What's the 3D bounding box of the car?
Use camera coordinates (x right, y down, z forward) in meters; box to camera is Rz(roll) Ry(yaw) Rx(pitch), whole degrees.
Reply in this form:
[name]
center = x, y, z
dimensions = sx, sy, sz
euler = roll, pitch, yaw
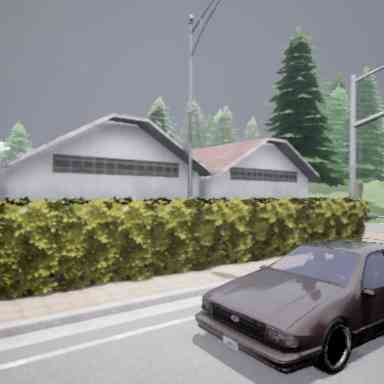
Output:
[car]
center = 2.681, 1.597, 5.847
dimensions = 5.357, 1.411, 2.033
euler = 1, 0, -35
